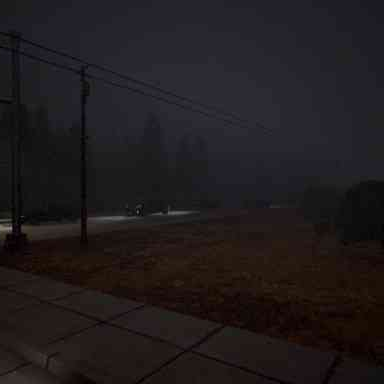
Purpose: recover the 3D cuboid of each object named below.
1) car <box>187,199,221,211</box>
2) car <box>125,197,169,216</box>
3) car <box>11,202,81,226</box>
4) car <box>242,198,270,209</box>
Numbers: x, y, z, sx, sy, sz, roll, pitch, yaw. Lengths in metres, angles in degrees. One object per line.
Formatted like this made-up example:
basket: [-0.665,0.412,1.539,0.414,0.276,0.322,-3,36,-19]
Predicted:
car: [1.542,1.527,39.960,1.895,1.301,4.718,0,0,37]
car: [-4.309,1.330,32.087,2.097,1.767,4.553,0,0,37]
car: [-10.352,1.538,23.939,1.837,1.490,4.892,0,0,37]
car: [8.415,1.481,43.037,1.895,1.301,4.718,0,0,37]
